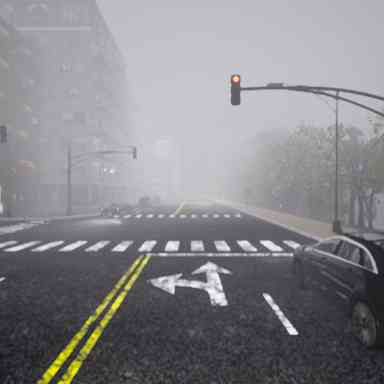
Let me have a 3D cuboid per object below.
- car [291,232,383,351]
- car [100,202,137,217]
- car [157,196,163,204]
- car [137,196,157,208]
[{"bbox_3d":[3.343,1.491,6.180,2.128,1.511,4.902,0,0,-1],"label":"car"},{"bbox_3d":[-7.039,1.611,31.578,1.895,1.301,4.718,0,0,6],"label":"car"},{"bbox_3d":[-6.629,1.546,62.772,1.812,1.442,4.674,0,0,0],"label":"car"},{"bbox_3d":[-6.652,1.362,47.712,2.097,1.767,4.553,0,0,0],"label":"car"}]
